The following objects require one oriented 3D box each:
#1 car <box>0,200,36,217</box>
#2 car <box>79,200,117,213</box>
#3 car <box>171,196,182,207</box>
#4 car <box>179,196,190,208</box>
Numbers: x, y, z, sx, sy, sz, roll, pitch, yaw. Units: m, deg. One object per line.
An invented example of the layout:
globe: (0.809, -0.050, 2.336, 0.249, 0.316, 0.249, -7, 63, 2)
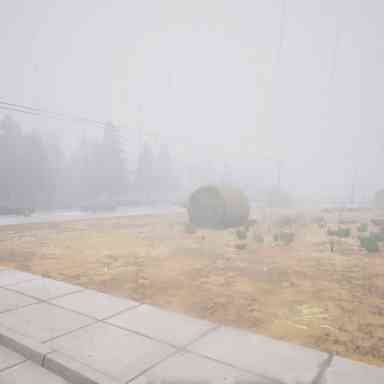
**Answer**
car: (-16.551, 1.518, 29.728, 2.128, 1.511, 4.902, 0, 0, 37)
car: (-10.627, 1.591, 37.714, 1.994, 1.385, 4.181, 0, 0, 37)
car: (-1.092, 1.377, 50.510, 2.097, 1.767, 4.553, 0, 0, 37)
car: (0.621, 1.590, 46.676, 1.994, 1.385, 4.181, 0, 0, 37)
